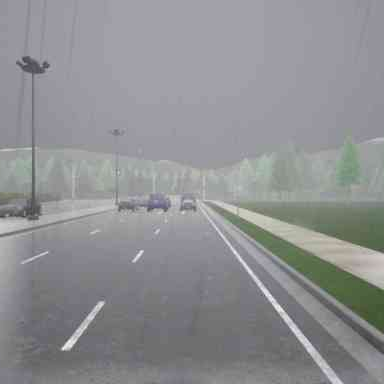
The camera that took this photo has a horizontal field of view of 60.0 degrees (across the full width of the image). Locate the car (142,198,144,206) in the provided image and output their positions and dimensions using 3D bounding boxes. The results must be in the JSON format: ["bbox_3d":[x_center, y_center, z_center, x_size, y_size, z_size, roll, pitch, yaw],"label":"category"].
[{"bbox_3d":[-7.553,1.573,49.460,1.994,1.385,4.181,0,0,-1],"label":"car"}]

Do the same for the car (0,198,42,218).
[{"bbox_3d":[-15.335,1.356,29.865,2.097,1.767,4.553,0,0,-1],"label":"car"}]

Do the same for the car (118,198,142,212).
[{"bbox_3d":[-7.433,1.512,39.111,1.837,1.490,4.892,0,0,-1],"label":"car"}]

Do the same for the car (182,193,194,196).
[{"bbox_3d":[-0.553,1.230,49.322,2.150,2.045,5.566,0,0,-1],"label":"car"}]

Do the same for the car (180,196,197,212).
[{"bbox_3d":[-0.434,1.533,39.257,1.812,1.442,4.674,0,0,-1],"label":"car"}]

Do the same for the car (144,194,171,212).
[{"bbox_3d":[-3.931,1.228,38.884,2.150,2.045,5.566,0,0,-1],"label":"car"}]
